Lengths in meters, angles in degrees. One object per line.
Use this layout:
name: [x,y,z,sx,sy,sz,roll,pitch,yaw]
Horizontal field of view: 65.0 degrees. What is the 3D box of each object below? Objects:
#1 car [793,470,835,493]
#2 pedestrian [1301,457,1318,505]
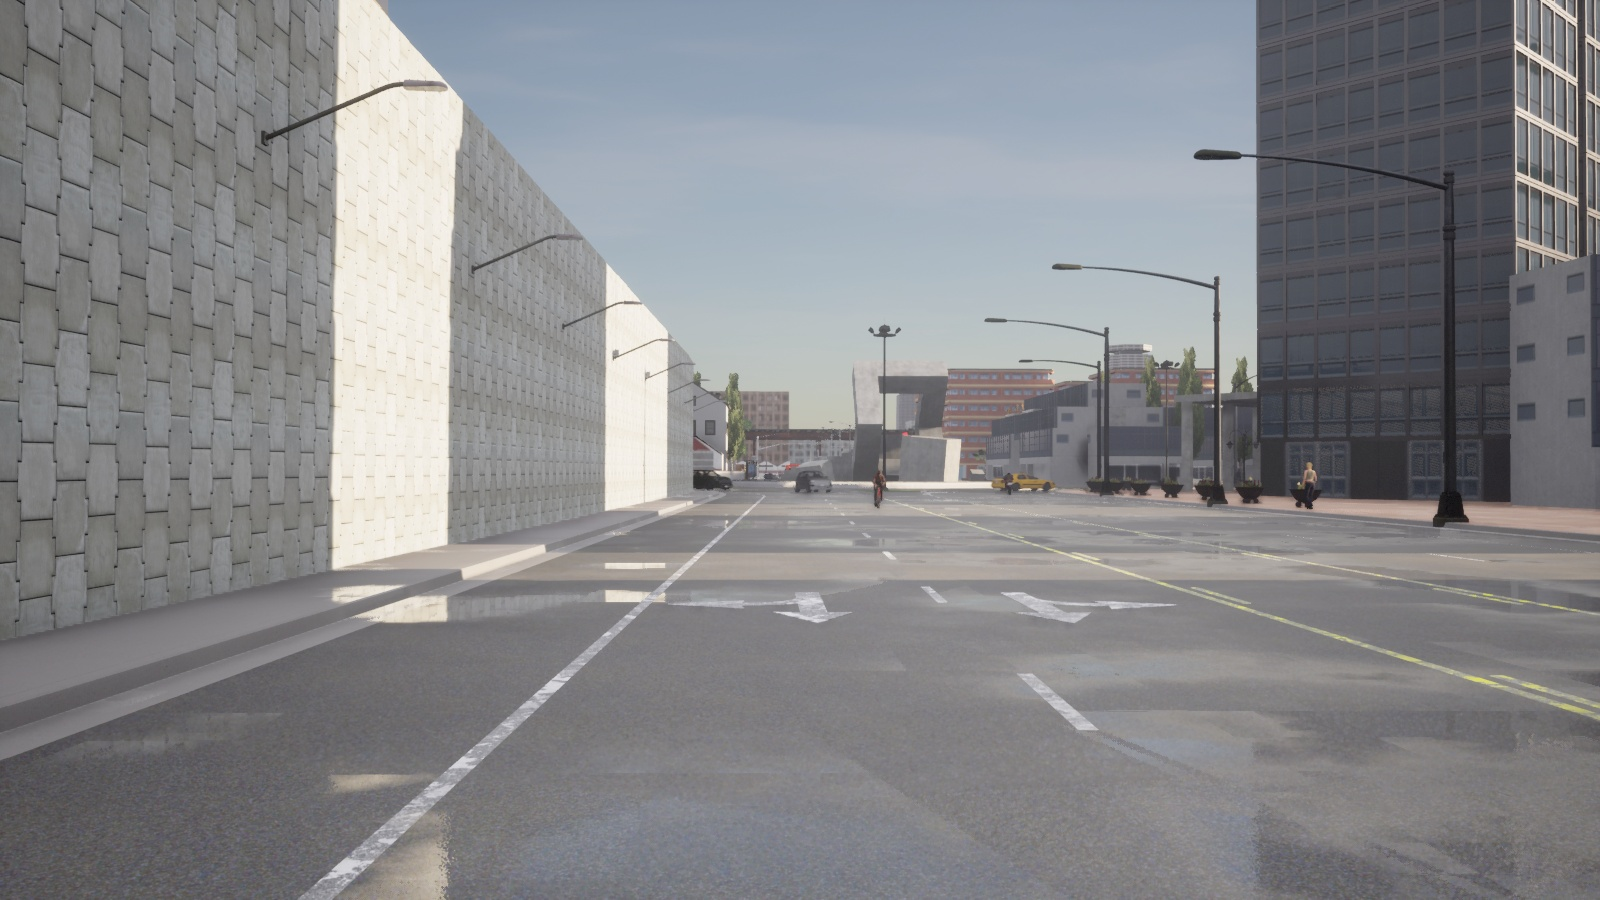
car: [1.015,2.226,90.556,1.851,1.617,3.988,0,-1,-18]
pedestrian: [19.748,1.206,48.666,0.345,1.836,0.594,0,-1,-5]
